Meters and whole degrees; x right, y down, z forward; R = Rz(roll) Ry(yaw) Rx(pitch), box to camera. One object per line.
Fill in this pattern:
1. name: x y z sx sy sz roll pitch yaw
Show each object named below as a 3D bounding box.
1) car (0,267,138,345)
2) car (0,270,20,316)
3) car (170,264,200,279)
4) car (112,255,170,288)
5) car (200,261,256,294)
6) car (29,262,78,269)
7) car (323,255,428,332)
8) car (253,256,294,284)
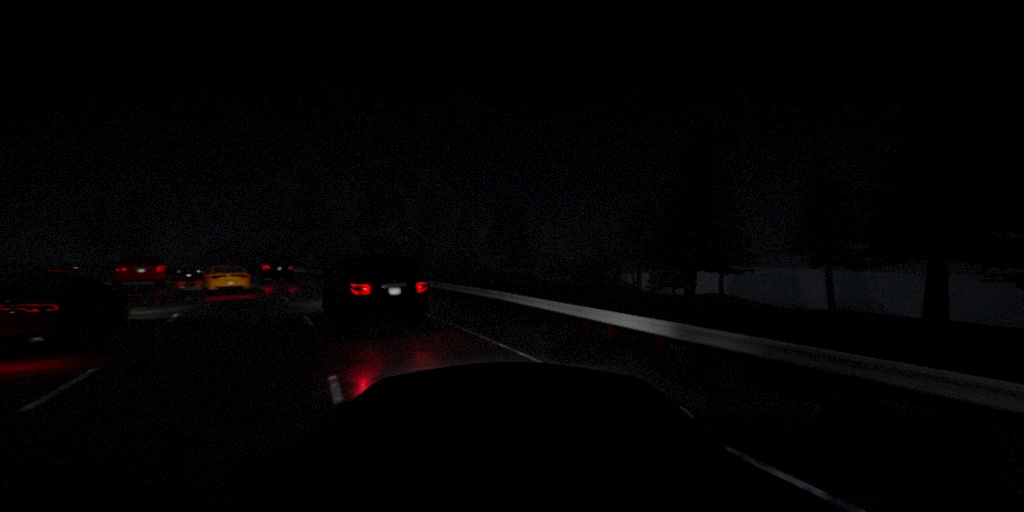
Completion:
1. car: -11.157 1.194 8.654 1.882 1.535 5.008 1 0 -35
2. car: -16.759 1.215 10.335 1.812 1.442 4.674 1 0 -38
3. car: -28.832 1.329 31.297 4.718 1.301 1.895 0 0 36
4. car: -23.441 0.936 22.605 5.566 2.045 2.150 0 -1 43
5. car: -16.206 1.227 20.338 1.882 1.535 5.008 1 0 -43
6. car: -30.877 1.152 24.183 5.008 1.535 1.882 0 -1 38
7. car: -4.498 0.996 11.378 2.150 2.045 5.566 1 -1 -34
8. car: -18.842 0.995 27.846 5.566 2.045 2.150 0 -1 43
